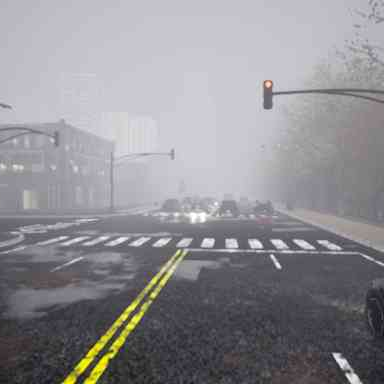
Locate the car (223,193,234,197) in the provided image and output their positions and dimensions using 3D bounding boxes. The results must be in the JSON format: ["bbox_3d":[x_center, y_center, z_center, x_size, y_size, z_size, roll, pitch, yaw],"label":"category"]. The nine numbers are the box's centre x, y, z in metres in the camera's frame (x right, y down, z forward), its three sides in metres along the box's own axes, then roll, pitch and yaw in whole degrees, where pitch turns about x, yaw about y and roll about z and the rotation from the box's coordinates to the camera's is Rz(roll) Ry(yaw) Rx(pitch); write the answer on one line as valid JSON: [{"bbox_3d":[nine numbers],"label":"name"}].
[{"bbox_3d":[7.555,1.238,69.029,2.150,2.045,5.566,0,0,6],"label":"car"}]

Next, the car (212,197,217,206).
[{"bbox_3d":[2.612,1.492,54.764,1.882,1.535,5.008,0,0,6],"label":"car"}]

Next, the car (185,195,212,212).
[{"bbox_3d":[0.880,1.503,39.344,2.128,1.511,4.902,0,0,6],"label":"car"}]

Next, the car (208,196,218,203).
[{"bbox_3d":[4.442,1.607,70.422,1.895,1.301,4.718,0,0,6],"label":"car"}]

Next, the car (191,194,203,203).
[{"bbox_3d":[1.115,1.369,69.904,2.097,1.767,4.553,0,0,6],"label":"car"}]

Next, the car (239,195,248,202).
[{"bbox_3d":[10.828,1.561,69.052,1.994,1.385,4.181,0,0,6],"label":"car"}]

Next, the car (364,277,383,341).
[{"bbox_3d":[3.654,1.565,3.762,1.994,1.385,4.181,0,0,6],"label":"car"}]

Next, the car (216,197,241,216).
[{"bbox_3d":[3.662,1.516,33.179,1.837,1.490,4.892,0,0,6],"label":"car"}]

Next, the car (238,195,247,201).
[{"bbox_3d":[11.936,1.389,78.993,2.033,1.411,5.357,0,0,6],"label":"car"}]

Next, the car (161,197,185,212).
[{"bbox_3d":[-2.373,1.490,39.554,1.882,1.535,5.008,0,0,7],"label":"car"}]

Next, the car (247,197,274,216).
[{"bbox_3d":[6.864,1.502,32.563,2.128,1.511,4.902,0,0,6],"label":"car"}]
